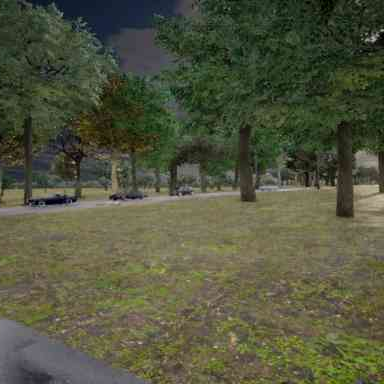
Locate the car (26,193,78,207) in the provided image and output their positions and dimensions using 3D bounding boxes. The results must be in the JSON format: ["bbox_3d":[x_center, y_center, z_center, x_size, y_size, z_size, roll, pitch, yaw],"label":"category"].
[{"bbox_3d":[-14.159,0.784,33.652,1.895,1.301,4.718,-1,2,38],"label":"car"}]

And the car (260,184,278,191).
[{"bbox_3d":[15.430,-0.861,66.043,1.895,1.301,4.718,-1,2,37],"label":"car"}]

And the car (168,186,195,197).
[{"bbox_3d":[-1.521,-0.115,50.054,1.837,1.490,4.892,-1,2,38],"label":"car"}]

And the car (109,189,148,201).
[{"bbox_3d":[-7.865,0.324,41.839,2.033,1.411,5.357,-1,2,37],"label":"car"}]
